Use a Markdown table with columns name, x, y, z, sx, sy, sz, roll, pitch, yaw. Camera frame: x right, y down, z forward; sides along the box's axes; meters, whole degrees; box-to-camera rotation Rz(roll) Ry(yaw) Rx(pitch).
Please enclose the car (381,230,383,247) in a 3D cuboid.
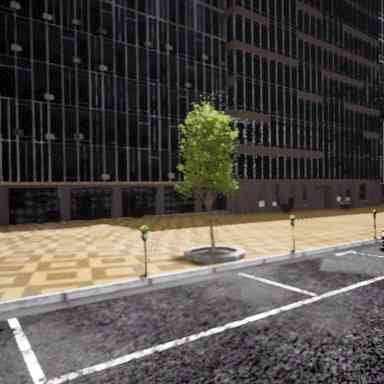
| name | x | y | z | sx | sy | sz | roll | pitch | yaw |
| --- | --- | --- | --- | --- | --- | --- | --- | --- | --- |
| car | 9.102 | 1.501 | 13.076 | 4.403 | 1.369 | 2.008 | 0 | -1 | -36 |
